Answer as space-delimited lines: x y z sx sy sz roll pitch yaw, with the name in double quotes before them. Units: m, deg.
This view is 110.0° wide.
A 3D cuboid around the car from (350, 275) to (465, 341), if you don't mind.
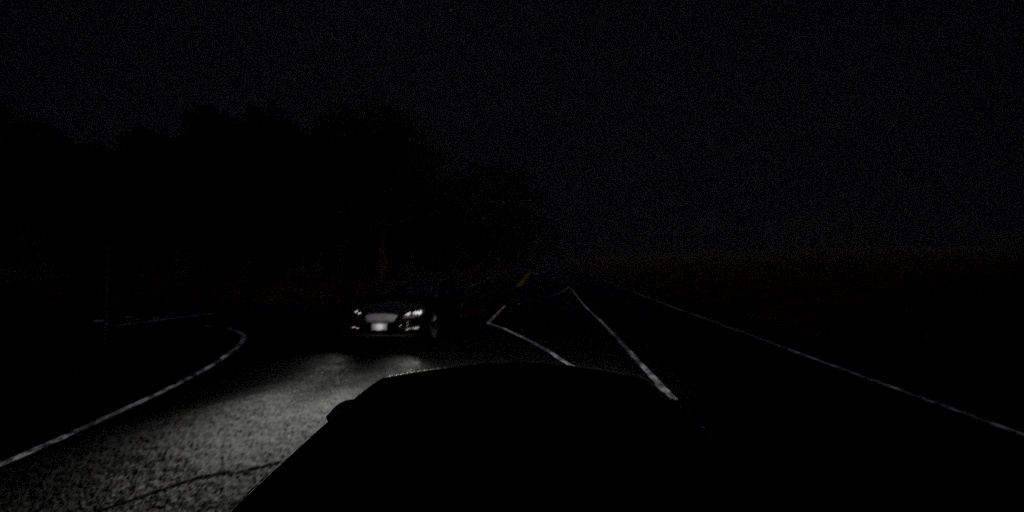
"car" -2.584 1.295 9.974 2.128 1.511 4.902 0 -2 5
